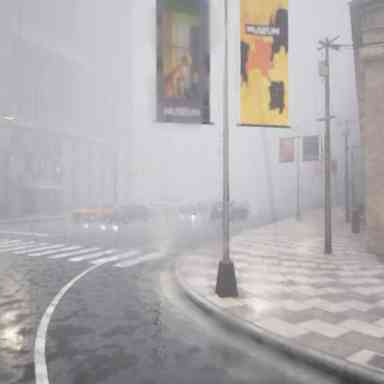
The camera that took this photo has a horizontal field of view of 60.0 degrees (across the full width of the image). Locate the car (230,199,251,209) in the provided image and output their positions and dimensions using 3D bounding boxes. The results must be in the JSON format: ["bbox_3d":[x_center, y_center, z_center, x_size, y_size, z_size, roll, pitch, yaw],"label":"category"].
[{"bbox_3d":[7.519,1.833,51.337,1.812,1.442,4.674,0,-1,28],"label":"car"}]

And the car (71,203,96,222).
[{"bbox_3d":[-8.204,1.694,29.041,1.882,1.535,5.008,0,0,27],"label":"car"}]

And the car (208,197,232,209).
[{"bbox_3d":[4.525,1.682,53.160,2.097,1.767,4.553,0,0,28],"label":"car"}]

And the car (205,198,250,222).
[{"bbox_3d":[3.227,1.512,28.069,2.097,1.767,4.553,0,0,27],"label":"car"}]

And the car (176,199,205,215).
[{"bbox_3d":[0.384,1.771,37.915,1.812,1.442,4.674,0,-1,28],"label":"car"}]

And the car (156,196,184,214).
[{"bbox_3d":[-2.798,1.484,39.417,2.150,2.045,5.566,0,0,28],"label":"car"}]

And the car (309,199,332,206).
[{"bbox_3d":[24.246,1.930,62.624,4.718,1.301,1.895,0,-1,-31],"label":"car"}]

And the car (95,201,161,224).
[{"bbox_3d":[-5.105,1.743,27.421,2.033,1.411,5.357,0,0,27],"label":"car"}]
